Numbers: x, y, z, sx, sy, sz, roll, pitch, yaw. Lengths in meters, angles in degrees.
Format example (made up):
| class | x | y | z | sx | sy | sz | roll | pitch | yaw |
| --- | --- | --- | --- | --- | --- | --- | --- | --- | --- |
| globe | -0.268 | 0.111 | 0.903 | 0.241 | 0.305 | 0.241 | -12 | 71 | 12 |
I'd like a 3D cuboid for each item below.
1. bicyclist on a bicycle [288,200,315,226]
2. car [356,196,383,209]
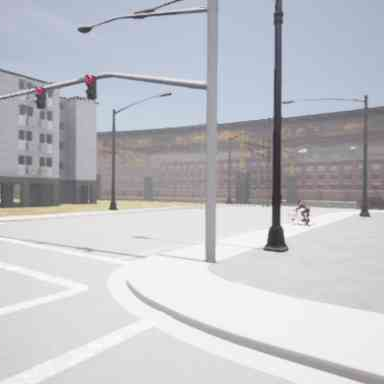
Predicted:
| class | x | y | z | sx | sy | sz | roll | pitch | yaw |
| --- | --- | --- | --- | --- | --- | --- | --- | --- | --- |
| bicyclist on a bicycle | 6.866 | 1.311 | 20.894 | 1.656 | 1.620 | 0.582 | 1 | 0 | 34 |
| car | 24.620 | 1.369 | 44.625 | 4.553 | 1.767 | 2.097 | 1 | 0 | -5 |
